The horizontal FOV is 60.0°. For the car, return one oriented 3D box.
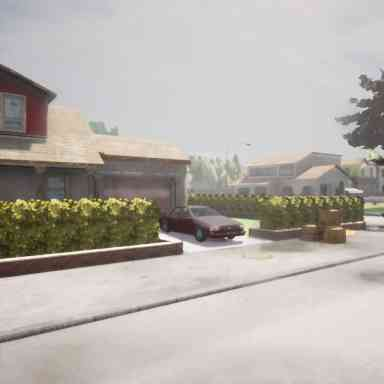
[{"bbox_3d":[0.116,1.356,15.491,2.033,1.415,5.357,0,0,-33],"label":"car"}]
